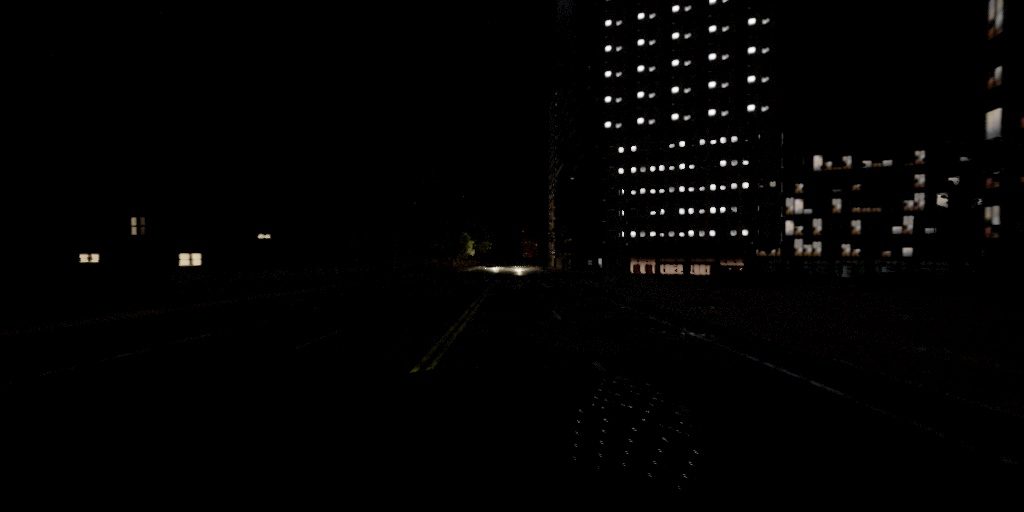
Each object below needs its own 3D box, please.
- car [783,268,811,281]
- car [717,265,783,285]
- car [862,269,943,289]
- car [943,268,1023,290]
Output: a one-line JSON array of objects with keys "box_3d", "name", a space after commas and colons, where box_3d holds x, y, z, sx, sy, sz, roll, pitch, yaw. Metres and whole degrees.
[{"box_3d": [31.058, 2.020, 40.671, 4.403, 1.370, 2.007, 0, 0, 20], "name": "car"}, {"box_3d": [23.023, 1.867, 35.223, 5.009, 1.841, 2.192, 0, 0, 20], "name": "car"}, {"box_3d": [33.668, 2.133, 31.321, 4.507, 1.381, 1.888, 0, 0, 20], "name": "car"}, {"box_3d": [38.991, 1.921, 29.370, 5.009, 1.841, 2.192, 0, 0, 20], "name": "car"}]
